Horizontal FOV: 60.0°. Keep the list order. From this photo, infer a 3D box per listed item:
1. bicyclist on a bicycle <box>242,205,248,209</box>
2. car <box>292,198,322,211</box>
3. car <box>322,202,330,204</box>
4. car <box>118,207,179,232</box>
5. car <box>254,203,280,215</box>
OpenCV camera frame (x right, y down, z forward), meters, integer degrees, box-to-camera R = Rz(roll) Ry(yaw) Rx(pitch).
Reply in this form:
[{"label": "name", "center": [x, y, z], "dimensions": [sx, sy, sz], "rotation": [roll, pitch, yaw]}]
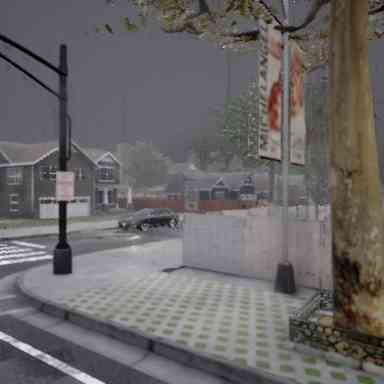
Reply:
[{"label": "bicyclist on a bicycle", "center": [3.424, 1.645, 21.255], "dimensions": [1.656, 1.620, 0.582], "rotation": [0, -1, 34]}, {"label": "car", "center": [14.711, 1.849, 43.056], "dimensions": [2.150, 2.045, 5.566], "rotation": [0, -1, 35]}, {"label": "car", "center": [20.675, 2.280, 51.892], "dimensions": [1.812, 1.442, 4.674], "rotation": [0, 0, 34]}, {"label": "car", "center": [-2.838, 1.790, 22.463], "dimensions": [1.837, 1.490, 4.892], "rotation": [0, 0, 34]}, {"label": "car", "center": [8.883, 2.017, 39.621], "dimensions": [1.882, 1.535, 5.008], "rotation": [0, -1, 35]}]
